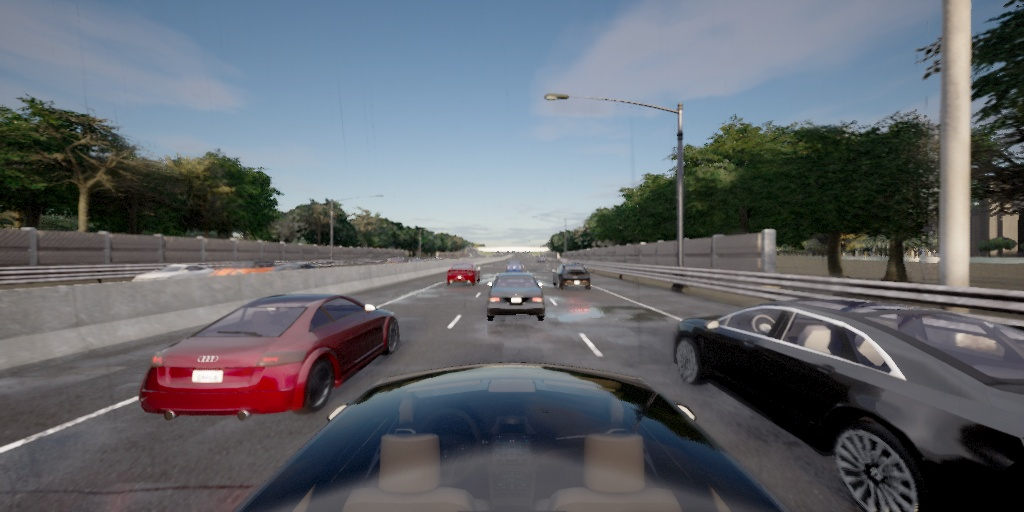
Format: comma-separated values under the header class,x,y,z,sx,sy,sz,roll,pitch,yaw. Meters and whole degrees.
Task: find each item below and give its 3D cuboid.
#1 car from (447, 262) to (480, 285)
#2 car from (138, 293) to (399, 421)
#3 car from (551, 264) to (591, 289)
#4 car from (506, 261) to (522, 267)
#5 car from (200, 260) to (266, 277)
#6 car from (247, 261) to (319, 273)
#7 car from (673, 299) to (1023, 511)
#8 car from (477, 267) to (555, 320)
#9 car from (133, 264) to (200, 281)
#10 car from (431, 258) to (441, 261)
class,x,y,z,sx,sy,sz,roll,pitch,yaw
car,-3.329,1.194,25.343,1.882,1.535,5.008,0,0,0
car,-3.393,1.308,6.006,1.994,1.385,4.181,0,0,0
car,3.656,1.226,22.506,1.837,1.490,4.892,0,0,0
car,0.268,1.246,39.938,2.033,1.411,5.357,0,0,0
car,-17.535,1.071,23.823,2.097,1.767,4.553,0,0,0
car,-14.040,1.225,22.918,1.837,1.490,4.892,0,0,0
car,3.605,1.238,4.082,2.128,1.511,4.902,0,0,0
car,0.119,1.282,12.584,2.033,1.411,5.357,0,0,0
car,-21.042,1.246,22.731,1.812,1.442,4.674,0,0,0
car,-13.606,1.175,63.532,1.837,1.490,4.892,0,0,1
